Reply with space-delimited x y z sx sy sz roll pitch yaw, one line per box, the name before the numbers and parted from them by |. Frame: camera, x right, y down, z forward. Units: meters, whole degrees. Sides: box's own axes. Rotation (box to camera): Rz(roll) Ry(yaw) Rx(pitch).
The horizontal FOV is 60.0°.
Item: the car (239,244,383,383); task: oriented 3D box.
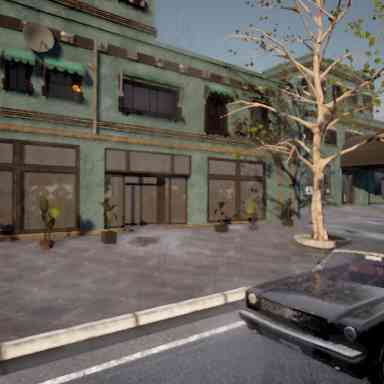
car | 3.021 1.611 5.426 4.718 1.301 1.895 0 0 -36
